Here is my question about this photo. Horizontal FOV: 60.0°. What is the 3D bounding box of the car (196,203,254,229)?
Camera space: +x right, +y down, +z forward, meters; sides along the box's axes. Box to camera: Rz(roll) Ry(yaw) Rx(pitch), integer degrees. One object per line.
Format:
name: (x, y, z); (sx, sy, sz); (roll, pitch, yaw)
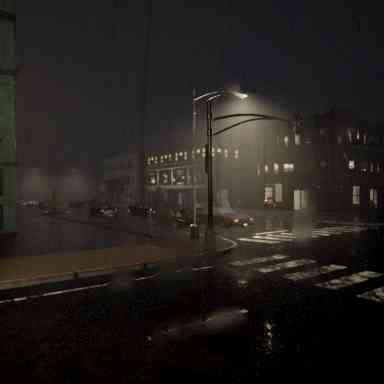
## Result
car: (1.884, 1.751, 23.566); (2.033, 1.411, 5.357); (-1, 0, -36)

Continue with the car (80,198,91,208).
car: (-18.495, 1.940, 61.979); (2.192, 1.841, 5.009); (-1, 0, -36)

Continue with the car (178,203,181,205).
car: (0.823, 1.810, 34.961); (2.008, 1.369, 4.403); (-2, 0, -36)

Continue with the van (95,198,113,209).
van: (-15.275, 1.907, 57.476); (1.690, 1.788, 3.998); (-1, 0, -36)

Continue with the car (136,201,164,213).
car: (-5.613, 1.966, 43.967); (1.802, 1.307, 4.206); (-2, 0, -36)

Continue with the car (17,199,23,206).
car: (-38.183, 2.380, 75.116); (1.967, 1.590, 4.097); (-1, 0, -36)

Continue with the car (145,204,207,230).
car: (-1.242, 1.815, 23.229); (1.947, 1.339, 4.313); (-2, 0, -36)

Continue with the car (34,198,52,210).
car: (-25.207, 2.233, 56.966); (1.752, 1.417, 4.829); (-1, 0, -36)

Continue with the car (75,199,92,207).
car: (-21.708, 2.228, 66.482); (1.887, 1.381, 4.507); (-1, 0, -36)

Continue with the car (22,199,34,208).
car: (-31.744, 2.376, 66.111); (2.008, 1.369, 4.403); (-1, 0, -36)

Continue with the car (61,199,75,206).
car: (-28.145, 2.364, 75.489); (1.947, 1.339, 4.313); (-1, 0, -36)

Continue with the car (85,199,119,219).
car: (-9.215, 1.847, 34.589); (1.967, 1.590, 4.097); (-1, 0, -36)

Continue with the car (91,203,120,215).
car: (-10.709, 2.051, 41.169); (1.895, 1.301, 4.718); (-1, 0, -35)

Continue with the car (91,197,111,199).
car: (-13.059, 1.989, 49.941); (1.882, 1.535, 5.008); (-1, 0, -36)

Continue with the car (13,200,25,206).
car: (-41.400, 2.548, 79.620); (2.008, 1.369, 4.403); (-1, 0, -36)

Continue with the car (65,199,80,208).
car: (-21.429, 2.230, 61.653); (1.994, 1.385, 4.181); (-1, 0, -36)

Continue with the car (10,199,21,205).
car: (-44.618, 2.598, 84.122); (1.887, 1.381, 4.507); (-1, 0, -36)

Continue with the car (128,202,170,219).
car: (-4.651, 1.824, 32.680); (2.128, 1.511, 4.902); (-1, 0, -35)
